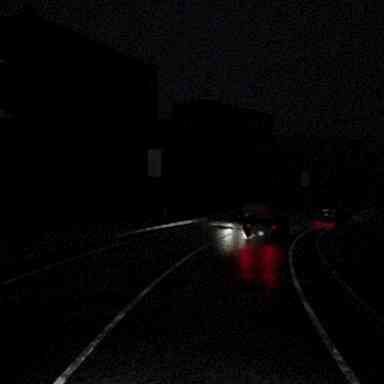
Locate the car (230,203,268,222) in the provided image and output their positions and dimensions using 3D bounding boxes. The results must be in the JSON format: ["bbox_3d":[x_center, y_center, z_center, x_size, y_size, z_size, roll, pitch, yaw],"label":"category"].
[{"bbox_3d":[4.883,1.632,27.241,1.882,1.535,5.008,3,1,34],"label":"car"}]

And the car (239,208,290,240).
[{"bbox_3d":[4.314,1.801,18.587,1.895,1.301,4.718,2,0,23],"label":"car"}]

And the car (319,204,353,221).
[{"bbox_3d":[14.485,2.010,33.304,2.128,1.511,4.902,4,2,45],"label":"car"}]
